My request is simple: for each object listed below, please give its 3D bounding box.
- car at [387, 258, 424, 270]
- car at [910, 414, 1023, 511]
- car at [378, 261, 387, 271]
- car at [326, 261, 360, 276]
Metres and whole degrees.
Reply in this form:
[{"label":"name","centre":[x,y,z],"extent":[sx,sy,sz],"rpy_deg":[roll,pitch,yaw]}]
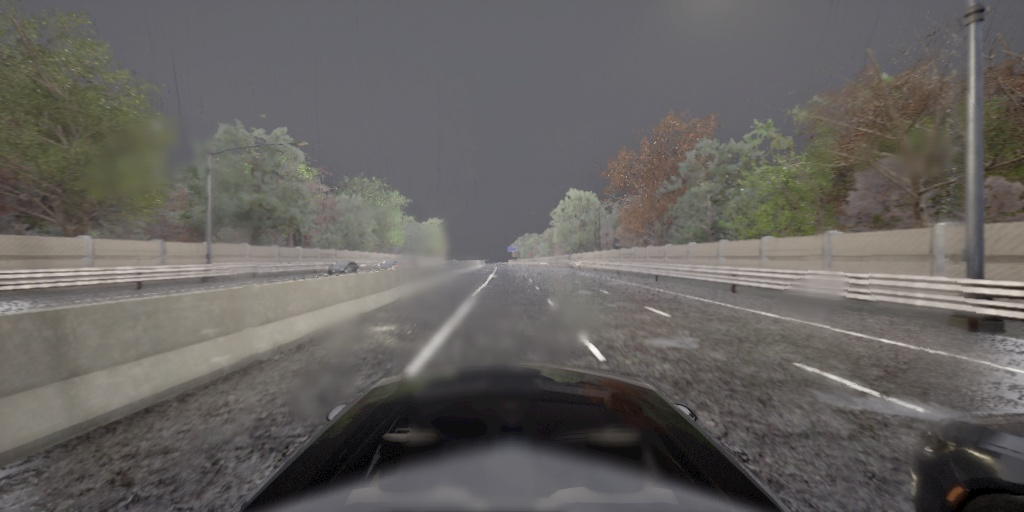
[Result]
[{"label":"car","centre":[-10.917,1.133,37.105],"extent":[2.097,1.767,4.553],"rpy_deg":[0,0,-1]},{"label":"car","centre":[3.593,1.249,0.340],"extent":[1.837,1.490,4.892],"rpy_deg":[0,0,0]},{"label":"car","centre":[-14.530,1.314,43.195],"extent":[1.837,1.490,4.892],"rpy_deg":[0,0,-1]},{"label":"car","centre":[-17.934,1.297,38.422],"extent":[1.837,1.490,4.892],"rpy_deg":[0,0,-1]}]
